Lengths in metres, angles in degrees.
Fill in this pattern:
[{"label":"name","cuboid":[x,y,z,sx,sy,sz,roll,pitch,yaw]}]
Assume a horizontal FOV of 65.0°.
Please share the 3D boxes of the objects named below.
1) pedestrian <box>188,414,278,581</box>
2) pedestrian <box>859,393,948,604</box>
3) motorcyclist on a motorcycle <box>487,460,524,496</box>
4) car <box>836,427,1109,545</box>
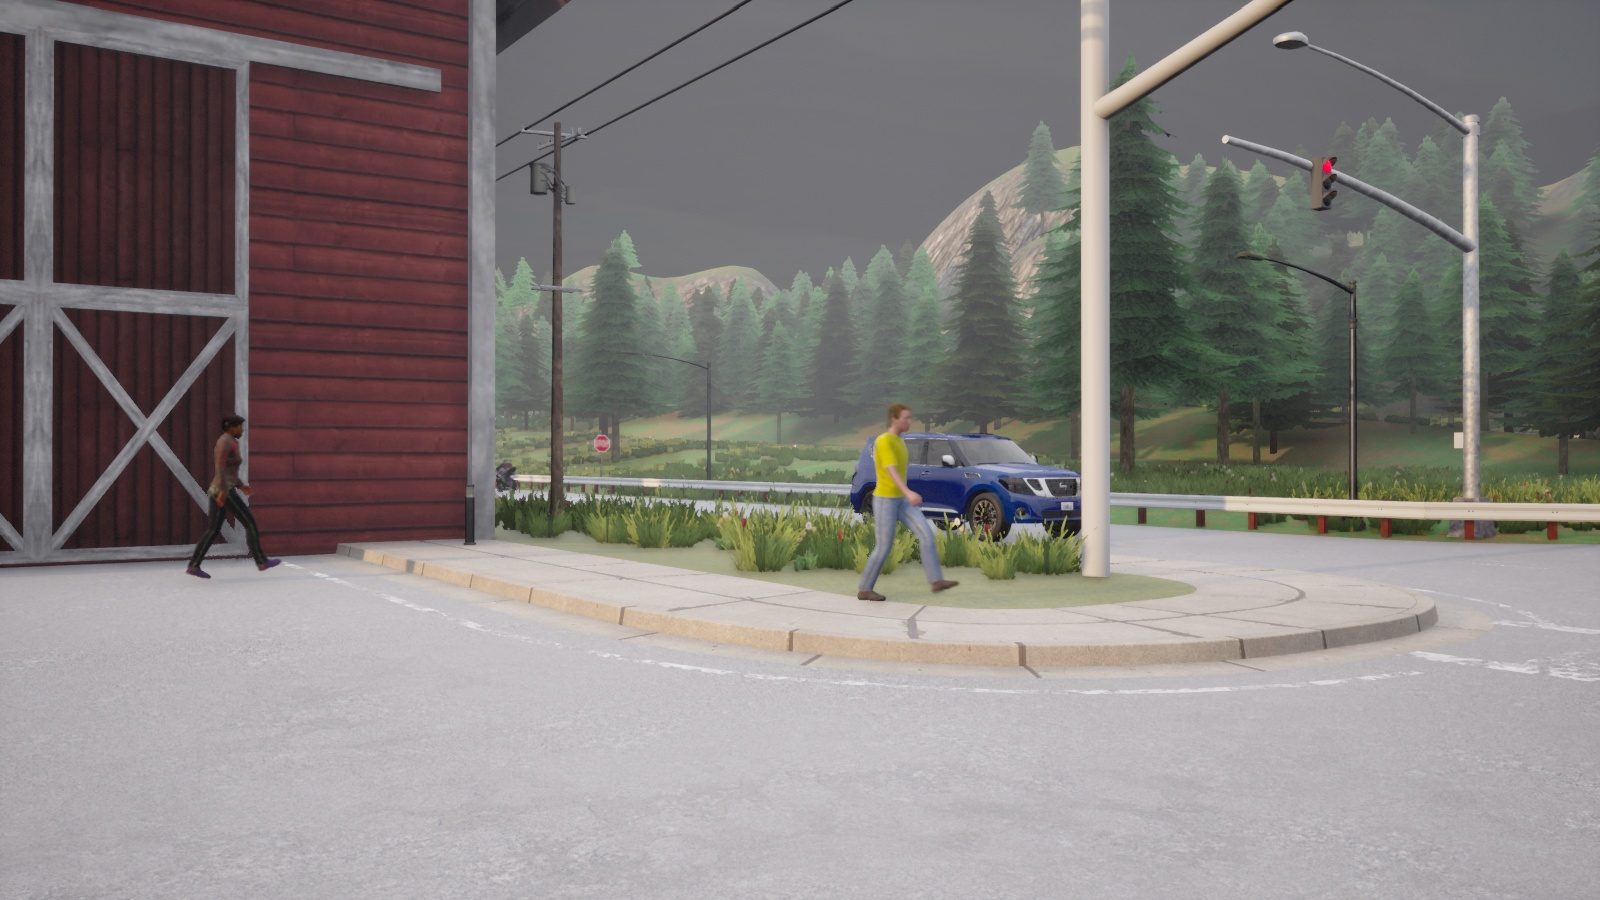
[{"label":"pedestrian","cuboid":[-6.289,0.511,13.932,0.869,1.805,0.328,0,0,-35]},{"label":"pedestrian","cuboid":[0.927,0.424,11.249,0.706,1.836,0.354,0,0,27]},{"label":"motorcyclist on a motorcycle","cuboid":[-12.929,1.226,55.087,0.866,1.530,2.191,0,0,-34]},{"label":"car","cuboid":[3.205,0.646,24.696,2.150,2.045,5.566,0,0,-34]}]
